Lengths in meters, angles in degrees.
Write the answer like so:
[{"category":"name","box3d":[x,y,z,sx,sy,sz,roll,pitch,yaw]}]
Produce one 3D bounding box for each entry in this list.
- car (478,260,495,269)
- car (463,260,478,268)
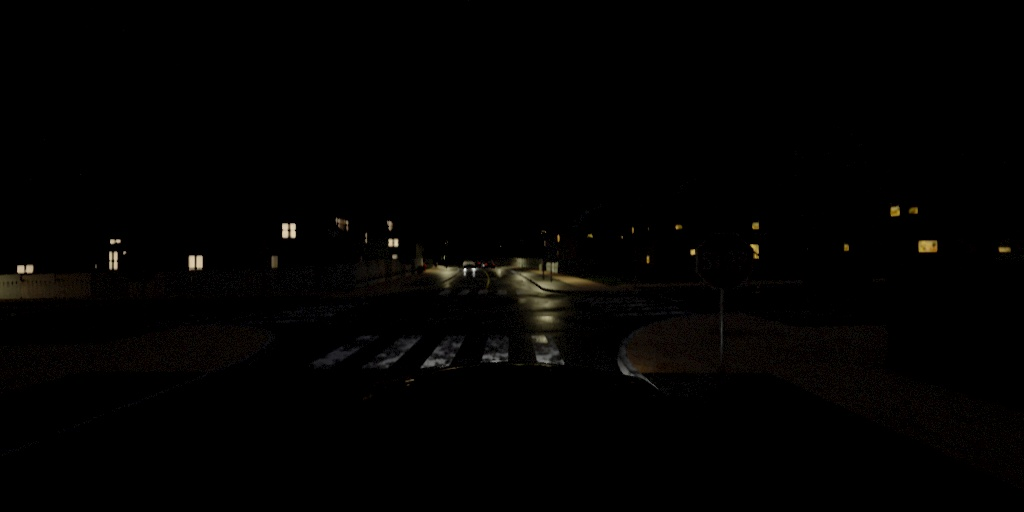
[{"category":"car","box3d":[-3.775,1.324,56.632,2.033,1.411,5.357,0,0,-10]},{"category":"car","box3d":[-7.384,1.330,61.088,1.812,1.442,4.674,0,0,-10]}]
